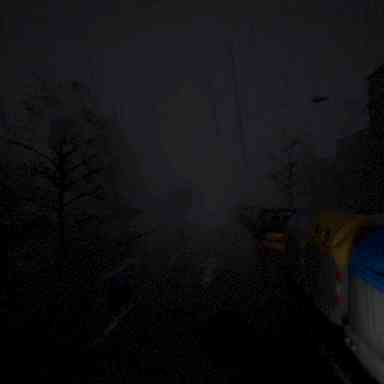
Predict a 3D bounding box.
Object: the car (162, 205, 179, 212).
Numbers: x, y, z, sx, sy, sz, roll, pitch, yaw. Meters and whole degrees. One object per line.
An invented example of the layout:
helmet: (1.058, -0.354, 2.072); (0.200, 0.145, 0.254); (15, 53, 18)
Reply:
car: (-6.062, 4.621, 94.641); (4.553, 1.767, 2.185); (1, -2, -18)

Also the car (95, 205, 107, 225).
car: (-10.894, 2.369, 32.489); (4.553, 1.767, 2.185); (1, -2, -15)

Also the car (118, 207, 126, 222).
car: (-10.323, 2.750, 38.415); (4.674, 1.452, 2.002); (1, -2, -15)

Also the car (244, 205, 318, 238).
car: (6.024, 1.945, 17.815); (5.566, 2.045, 2.435); (2, -2, -14)

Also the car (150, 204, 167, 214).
car: (-8.196, 3.320, 62.110); (5.566, 2.045, 2.435); (1, -2, -15)

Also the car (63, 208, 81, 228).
car: (-11.665, 2.244, 25.687); (5.366, 1.575, 1.946); (1, -2, -15)

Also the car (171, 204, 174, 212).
car: (-7.191, 4.002, 73.938); (5.008, 1.535, 2.097); (1, -2, -16)

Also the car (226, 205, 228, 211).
car: (11.534, 4.478, 80.763); (5.008, 1.535, 2.097); (2, -2, -17)

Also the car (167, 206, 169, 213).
car: (-7.734, 3.678, 65.123); (5.366, 1.575, 1.946); (1, -2, -15)

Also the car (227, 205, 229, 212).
car: (10.896, 4.157, 71.725); (4.892, 1.521, 2.231); (2, -2, -16)

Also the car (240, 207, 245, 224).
car: (7.109, 2.516, 29.798); (4.553, 1.767, 2.185); (2, -2, -15)

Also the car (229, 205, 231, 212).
car: (9.100, 3.150, 50.754); (5.566, 2.045, 2.435); (2, -2, -15)

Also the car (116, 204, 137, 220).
car: (-10.077, 2.566, 41.376); (5.566, 2.045, 2.435); (1, -2, -15)

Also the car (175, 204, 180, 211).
car: (-6.455, 4.428, 85.758); (5.008, 1.535, 2.097); (1, -2, -17)

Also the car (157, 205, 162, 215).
car: (-8.409, 3.494, 59.161); (4.792, 1.488, 2.163); (1, -2, -15)

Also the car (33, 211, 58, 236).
car: (-11.793, 2.127, 22.362); (4.892, 1.521, 2.231); (1, -2, -15)

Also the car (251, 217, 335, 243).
car: (6.279, 2.352, 20.792); (4.674, 1.452, 2.002); (2, -2, -14)

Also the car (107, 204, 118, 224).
car: (-10.560, 2.477, 35.460); (4.553, 1.767, 2.185); (1, -2, -15)

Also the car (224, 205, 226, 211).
car: (11.879, 4.691, 86.788); (5.008, 1.535, 2.097); (2, -2, -17)

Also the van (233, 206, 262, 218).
van: (9.511, 3.387, 56.692); (4.442, 1.987, 1.878); (2, -2, -15)

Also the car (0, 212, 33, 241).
car: (-12.117, 2.003, 18.986); (4.892, 1.521, 2.231); (1, -3, -15)

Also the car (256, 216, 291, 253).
car: (5.884, 2.075, 14.833); (5.366, 1.575, 1.946); (2, -3, -15)

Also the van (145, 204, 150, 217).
van: (-9.131, 2.917, 50.306); (4.442, 1.987, 1.878); (1, -2, -15)

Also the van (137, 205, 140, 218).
van: (-9.666, 2.701, 44.379); (4.442, 1.987, 1.878); (1, -2, -15)

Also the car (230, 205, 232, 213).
car: (8.552, 2.933, 44.775); (5.566, 2.045, 2.435); (2, -2, -15)

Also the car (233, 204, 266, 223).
car: (7.399, 2.498, 32.783); (5.566, 2.045, 2.435); (2, -2, -15)

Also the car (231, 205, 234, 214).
car: (7.952, 2.714, 38.767); (5.566, 2.045, 2.435); (2, -2, -15)

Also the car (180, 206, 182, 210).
car: (-6.374, 4.636, 91.613); (5.366, 1.575, 1.946); (1, -2, -17)

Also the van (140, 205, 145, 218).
van: (-9.399, 2.809, 47.342); (4.442, 1.987, 1.878); (1, -2, -15)

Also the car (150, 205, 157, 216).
car: (-8.793, 3.248, 53.276); (5.366, 1.575, 1.946); (1, -2, -15)

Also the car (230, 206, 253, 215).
car: (11.113, 4.138, 74.739); (4.553, 1.767, 2.185); (2, -2, -16)

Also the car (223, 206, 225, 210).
car: (11.993, 4.545, 89.801); (5.566, 2.045, 2.435); (2, -2, -18)

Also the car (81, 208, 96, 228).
car: (-11.149, 2.402, 29.126); (4.792, 1.488, 2.163); (1, -2, -15)

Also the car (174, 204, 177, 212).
car: (-6.827, 4.244, 79.833); (4.792, 1.488, 2.163); (1, -2, -16)
